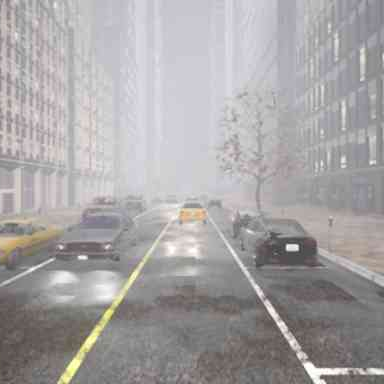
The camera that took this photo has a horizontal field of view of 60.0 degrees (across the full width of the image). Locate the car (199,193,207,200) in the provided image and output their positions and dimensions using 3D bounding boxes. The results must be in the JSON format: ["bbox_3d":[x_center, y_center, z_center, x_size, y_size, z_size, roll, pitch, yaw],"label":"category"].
[{"bbox_3d":[2.543,1.047,79.242,1.887,1.381,4.507,0,0,0],"label":"car"}]

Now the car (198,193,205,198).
[{"bbox_3d":[2.522,1.002,90.627,1.802,1.307,4.206,0,0,0],"label":"car"}]

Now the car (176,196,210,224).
[{"bbox_3d":[0.056,1.320,23.442,1.801,1.575,5.366,0,0,0],"label":"car"}]

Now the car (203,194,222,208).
[{"bbox_3d":[2.615,1.318,39.394,2.008,1.369,4.403,0,0,0],"label":"car"}]

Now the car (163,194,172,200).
[{"bbox_3d":[-5.838,1.068,79.235,1.947,1.339,4.313,0,0,0],"label":"car"}]

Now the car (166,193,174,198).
[{"bbox_3d":[-5.858,0.985,90.619,1.947,1.339,4.313,0,0,0],"label":"car"}]

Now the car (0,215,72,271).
[{"bbox_3d":[-5.714,1.464,10.760,1.752,1.417,4.829,0,0,0],"label":"car"}]

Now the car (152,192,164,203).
[{"bbox_3d":[-5.797,1.099,56.465,1.967,1.590,4.097,0,0,0],"label":"car"}]

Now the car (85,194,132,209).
[{"bbox_3d":[-5.736,1.186,22.312,2.192,1.841,5.009,0,0,0],"label":"car"}]

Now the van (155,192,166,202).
[{"bbox_3d":[-5.807,0.962,62.156,1.690,1.788,3.998,0,0,0],"label":"van"}]

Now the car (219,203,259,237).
[{"bbox_3d":[2.656,1.456,16.625,2.008,1.369,4.403,0,0,0],"label":"car"}]

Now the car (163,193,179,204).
[{"bbox_3d":[-3.171,1.155,53.564,1.882,1.535,5.008,0,0,0],"label":"car"}]

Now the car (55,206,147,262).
[{"bbox_3d":[-3.122,1.478,12.165,2.033,1.411,5.357,0,0,0],"label":"car"}]

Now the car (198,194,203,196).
[{"bbox_3d":[0.011,1.302,41.465,2.033,1.411,5.357,0,0,0],"label":"car"}]

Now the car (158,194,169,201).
[{"bbox_3d":[-5.817,1.148,67.851,1.947,1.339,4.313,0,0,0],"label":"car"}]

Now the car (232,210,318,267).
[{"bbox_3d":[2.667,1.504,10.932,1.947,1.339,4.313,0,0,0],"label":"car"}]

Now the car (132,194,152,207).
[{"bbox_3d":[-5.756,1.117,33.696,2.192,1.841,5.009,0,0,0],"label":"car"}]
